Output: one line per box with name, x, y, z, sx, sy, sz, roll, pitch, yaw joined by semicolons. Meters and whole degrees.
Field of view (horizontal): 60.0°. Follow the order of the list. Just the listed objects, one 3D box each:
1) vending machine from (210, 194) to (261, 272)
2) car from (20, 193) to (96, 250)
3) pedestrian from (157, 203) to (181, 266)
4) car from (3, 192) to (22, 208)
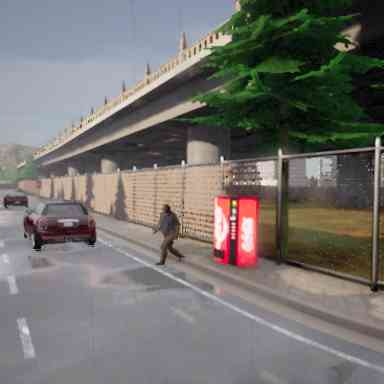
vending machine;1.252;1.113;9.656;1.100;2.100;0.880;1;1;-32
car;-5.378;1.089;13.246;2.097;1.767;4.553;1;1;-32
pedestrian;-0.667;1.172;9.585;0.375;1.860;0.375;1;1;-32
car;-17.327;0.738;32.689;1.882;1.535;5.008;1;1;-32
